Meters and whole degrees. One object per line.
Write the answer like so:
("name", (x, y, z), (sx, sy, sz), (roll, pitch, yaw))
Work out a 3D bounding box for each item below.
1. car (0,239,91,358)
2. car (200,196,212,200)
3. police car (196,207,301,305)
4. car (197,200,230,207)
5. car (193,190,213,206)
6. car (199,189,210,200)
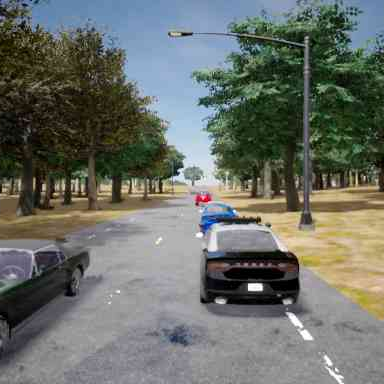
("car", (-3.413, 1.599, 5.847), (1.895, 1.301, 4.718), (0, 0, 1))
("car", (1.678, 1.332, 24.278), (1.801, 1.575, 5.366), (0, 1, 3))
("police car", (1.131, 1.415, 8.282), (1.930, 1.638, 5.238), (0, 0, 1))
("car", (1.412, 1.413, 18.110), (1.882, 1.535, 5.008), (0, 0, 2))
("car", (1.634, 0.837, 46.147), (2.150, 2.045, 5.566), (0, 1, 3))
("car", (2.515, 0.513, 67.343), (2.150, 2.045, 5.566), (0, 1, 3))
